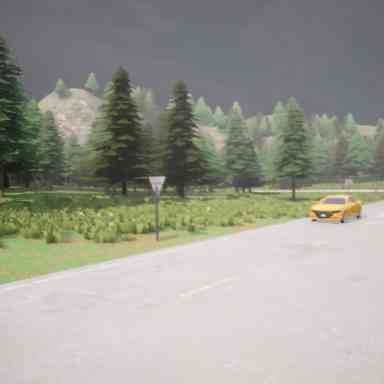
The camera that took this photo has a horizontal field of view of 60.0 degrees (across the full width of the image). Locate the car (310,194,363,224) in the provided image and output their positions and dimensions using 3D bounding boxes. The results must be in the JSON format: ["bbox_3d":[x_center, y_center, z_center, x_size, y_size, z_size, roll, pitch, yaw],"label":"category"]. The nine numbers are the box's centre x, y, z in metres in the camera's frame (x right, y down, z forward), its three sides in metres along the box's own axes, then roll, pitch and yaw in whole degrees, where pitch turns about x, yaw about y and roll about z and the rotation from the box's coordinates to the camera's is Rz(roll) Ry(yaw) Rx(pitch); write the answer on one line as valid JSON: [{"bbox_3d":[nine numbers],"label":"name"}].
[{"bbox_3d":[8.811,0.939,20.148,1.882,1.535,5.008,0,2,41],"label":"car"}]
